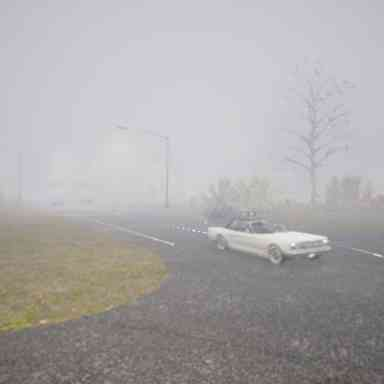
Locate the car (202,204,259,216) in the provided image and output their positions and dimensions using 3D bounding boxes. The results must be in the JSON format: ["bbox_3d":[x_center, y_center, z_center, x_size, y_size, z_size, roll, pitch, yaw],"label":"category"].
[{"bbox_3d":[2.900,1.611,25.416,2.033,1.411,5.357,0,0,-31],"label":"car"}]

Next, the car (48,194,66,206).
[{"bbox_3d":[-21.340,1.501,52.885,1.812,1.442,4.674,0,0,-30],"label":"car"}]

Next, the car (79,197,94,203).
[{"bbox_3d":[-21.023,1.568,66.021,1.895,1.301,4.718,0,0,-31],"label":"car"}]

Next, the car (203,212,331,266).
[{"bbox_3d":[2.584,1.655,12.186,1.895,1.301,4.718,0,0,-30],"label":"car"}]
